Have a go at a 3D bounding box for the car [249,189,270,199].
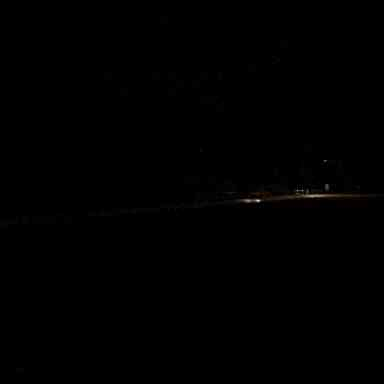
[{"bbox_3d":[10.654,0.338,52.410,1.882,1.535,5.008,-1,0,36],"label":"car"}]
